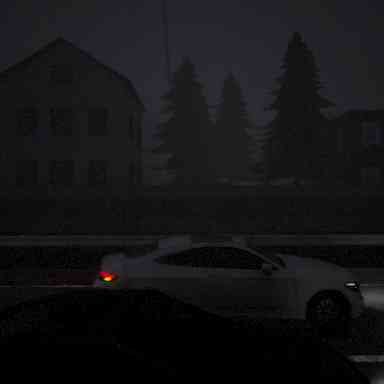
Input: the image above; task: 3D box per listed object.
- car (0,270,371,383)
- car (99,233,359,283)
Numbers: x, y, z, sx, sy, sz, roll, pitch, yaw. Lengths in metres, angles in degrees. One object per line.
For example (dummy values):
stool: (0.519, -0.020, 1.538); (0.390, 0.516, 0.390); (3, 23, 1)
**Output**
car: (-0.567, 1.561, 2.582); (4.181, 1.385, 1.994); (0, 0, -1)
car: (0.604, 1.518, 6.096); (4.674, 1.442, 1.812); (0, 0, -1)
